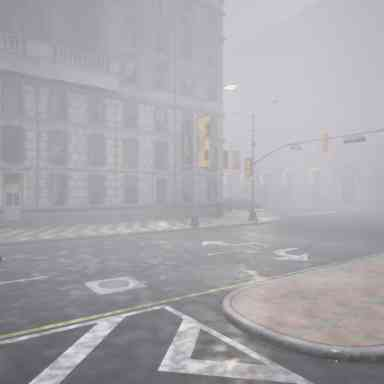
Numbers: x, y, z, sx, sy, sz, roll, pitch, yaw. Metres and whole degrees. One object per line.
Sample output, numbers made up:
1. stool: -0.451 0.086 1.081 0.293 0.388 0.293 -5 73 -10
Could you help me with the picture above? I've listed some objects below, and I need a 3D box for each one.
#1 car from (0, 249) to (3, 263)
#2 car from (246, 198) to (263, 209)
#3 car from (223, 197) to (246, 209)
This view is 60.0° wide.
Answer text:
1. car: -7.500 1.351 8.479 4.553 1.767 2.097 0 0 -35
2. car: 7.371 1.547 46.323 2.033 1.411 5.357 0 0 -36
3. car: 4.495 1.505 44.335 1.837 1.490 4.892 0 0 -36
